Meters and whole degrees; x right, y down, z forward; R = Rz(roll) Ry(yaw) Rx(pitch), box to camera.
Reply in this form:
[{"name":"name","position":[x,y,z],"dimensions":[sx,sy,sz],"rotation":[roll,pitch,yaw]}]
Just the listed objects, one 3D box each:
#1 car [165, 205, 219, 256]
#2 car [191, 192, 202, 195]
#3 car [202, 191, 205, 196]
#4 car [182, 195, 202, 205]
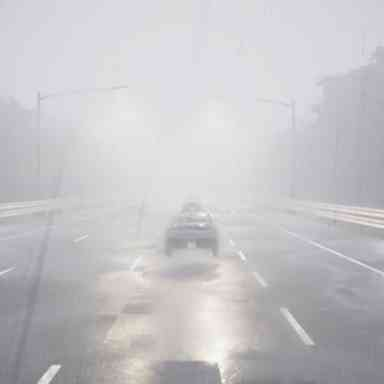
[{"name":"car","position":[-0.004,1.465,12.944],"dimensions":[2.128,1.511,4.902],"rotation":[0,0,0]},{"name":"car","position":[0.272,1.072,50.080],"dimensions":[1.812,1.442,4.674],"rotation":[0,1,1]},{"name":"car","position":[1.372,0.776,79.308],"dimensions":[2.128,1.511,4.902],"rotation":[0,1,3]},{"name":"car","position":[0.017,1.303,32.029],"dimensions":[1.812,1.442,4.674],"rotation":[0,1,0]}]
